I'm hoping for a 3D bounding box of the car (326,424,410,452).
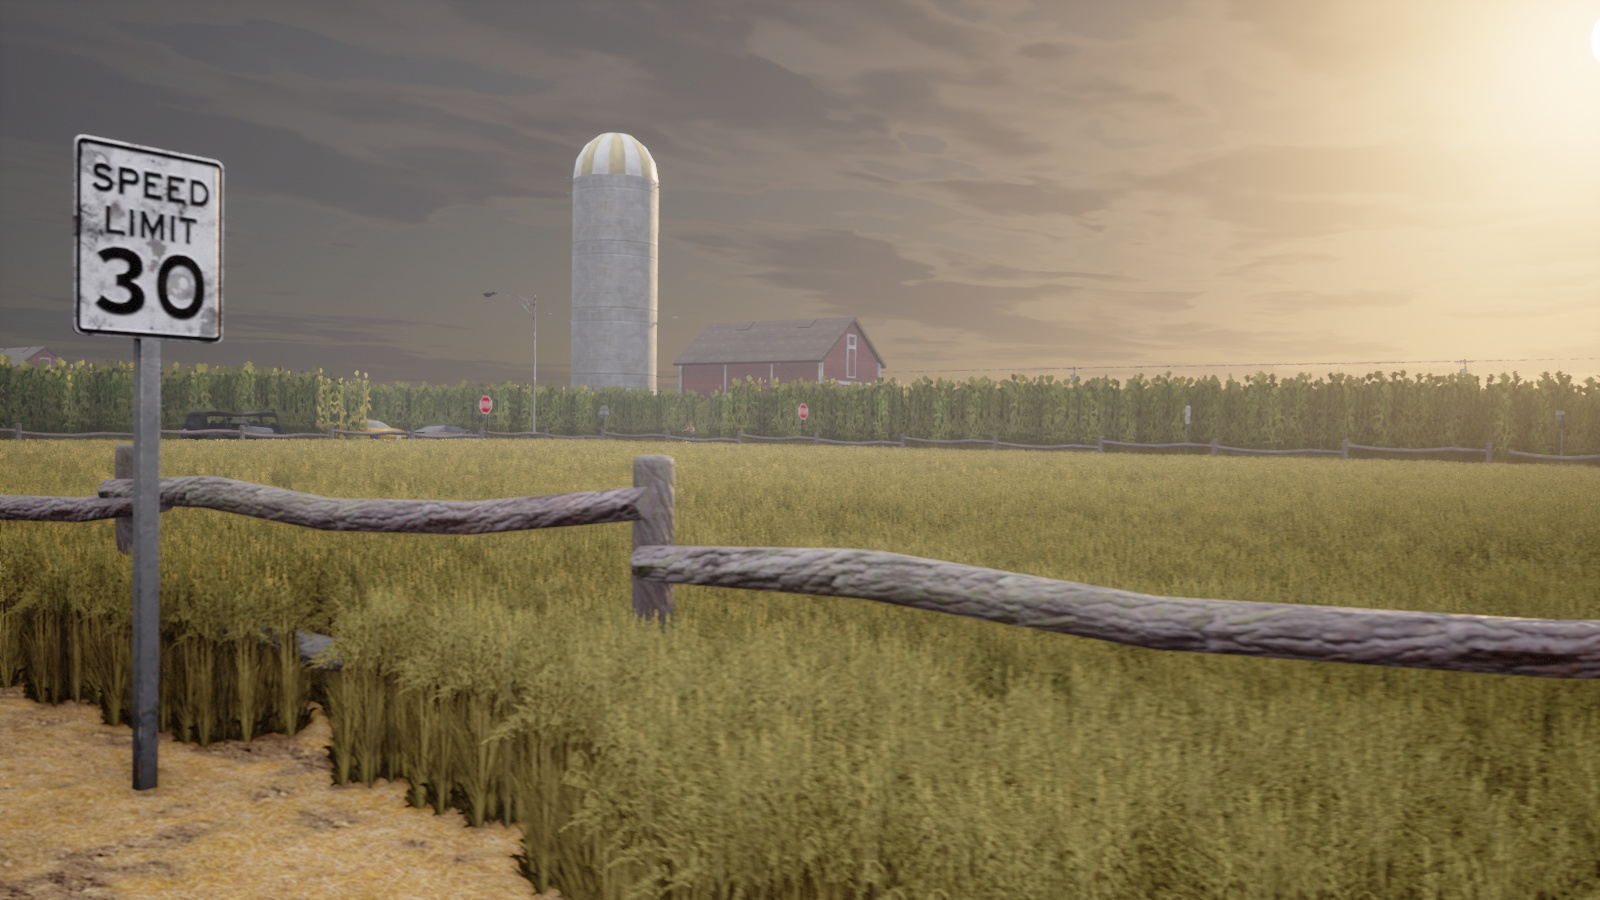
[{"bbox_3d":[-25.207,-0.680,73.185,5.366,1.575,1.801,0,1,35],"label":"car"}]

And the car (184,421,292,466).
[{"bbox_3d":[-24.457,-0.313,54.739,1.905,1.878,3.866,0,2,35],"label":"car"}]

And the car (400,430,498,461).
[{"bbox_3d":[-16.812,-0.249,60.272,1.994,1.385,4.181,0,2,35],"label":"car"}]

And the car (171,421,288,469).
[{"bbox_3d":[-23.193,-0.245,51.131,1.905,1.878,3.866,0,1,35],"label":"car"}]
